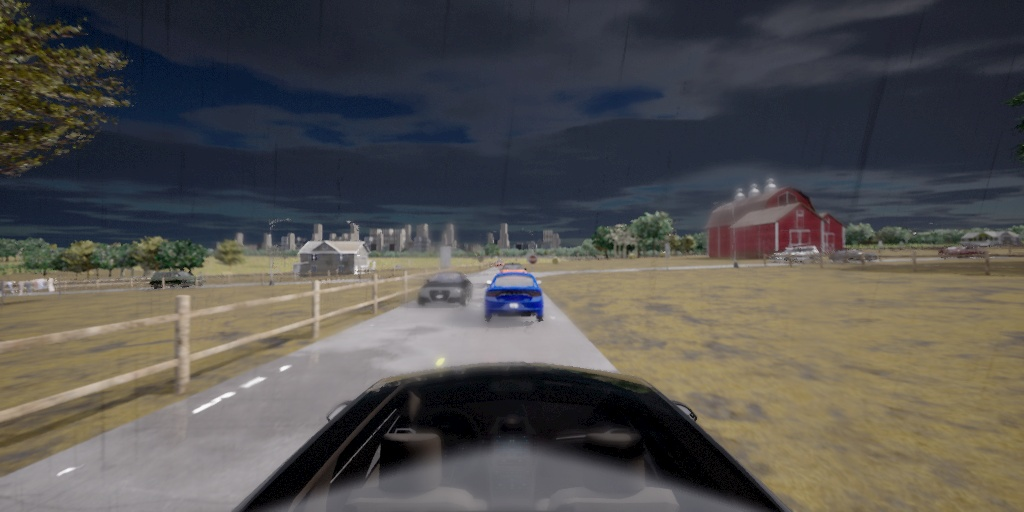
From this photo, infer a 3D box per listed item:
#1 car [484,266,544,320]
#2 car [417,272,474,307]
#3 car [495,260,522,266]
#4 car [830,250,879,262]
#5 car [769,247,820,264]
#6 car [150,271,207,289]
[{"bbox_3d":[0.078,1.310,12.994,1.882,1.535,5.008,0,0,0],"label":"car"},{"bbox_3d":[-2.853,1.421,16.123,1.994,1.385,4.181,0,0,0],"label":"car"},{"bbox_3d":[0.066,1.295,26.816,2.097,1.767,4.553,0,0,0],"label":"car"},{"bbox_3d":[41.366,-0.023,43.396,4.902,1.511,2.128,-2,0,0],"label":"car"},{"bbox_3d":[36.389,-0.094,46.238,5.566,2.045,2.150,-2,0,0],"label":"car"},{"bbox_3d":[-40.125,2.842,43.160,5.566,2.045,2.150,-2,0,1],"label":"car"}]
